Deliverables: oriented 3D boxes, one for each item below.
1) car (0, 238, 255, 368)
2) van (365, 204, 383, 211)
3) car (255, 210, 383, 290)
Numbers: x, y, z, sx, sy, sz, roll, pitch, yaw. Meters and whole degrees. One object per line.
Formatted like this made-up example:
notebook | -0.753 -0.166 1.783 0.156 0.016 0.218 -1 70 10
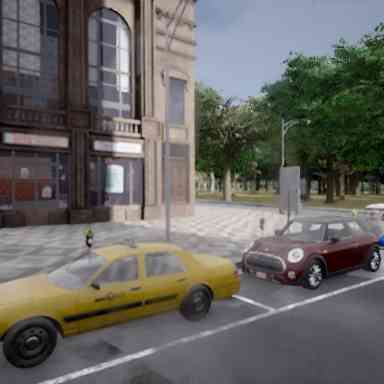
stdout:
car | -1.324 1.518 5.701 4.829 1.417 1.752 0 0 -35
van | 7.680 1.296 12.097 3.998 1.788 1.690 0 0 -35
car | 3.247 1.414 8.948 4.097 1.590 1.967 0 0 -35
